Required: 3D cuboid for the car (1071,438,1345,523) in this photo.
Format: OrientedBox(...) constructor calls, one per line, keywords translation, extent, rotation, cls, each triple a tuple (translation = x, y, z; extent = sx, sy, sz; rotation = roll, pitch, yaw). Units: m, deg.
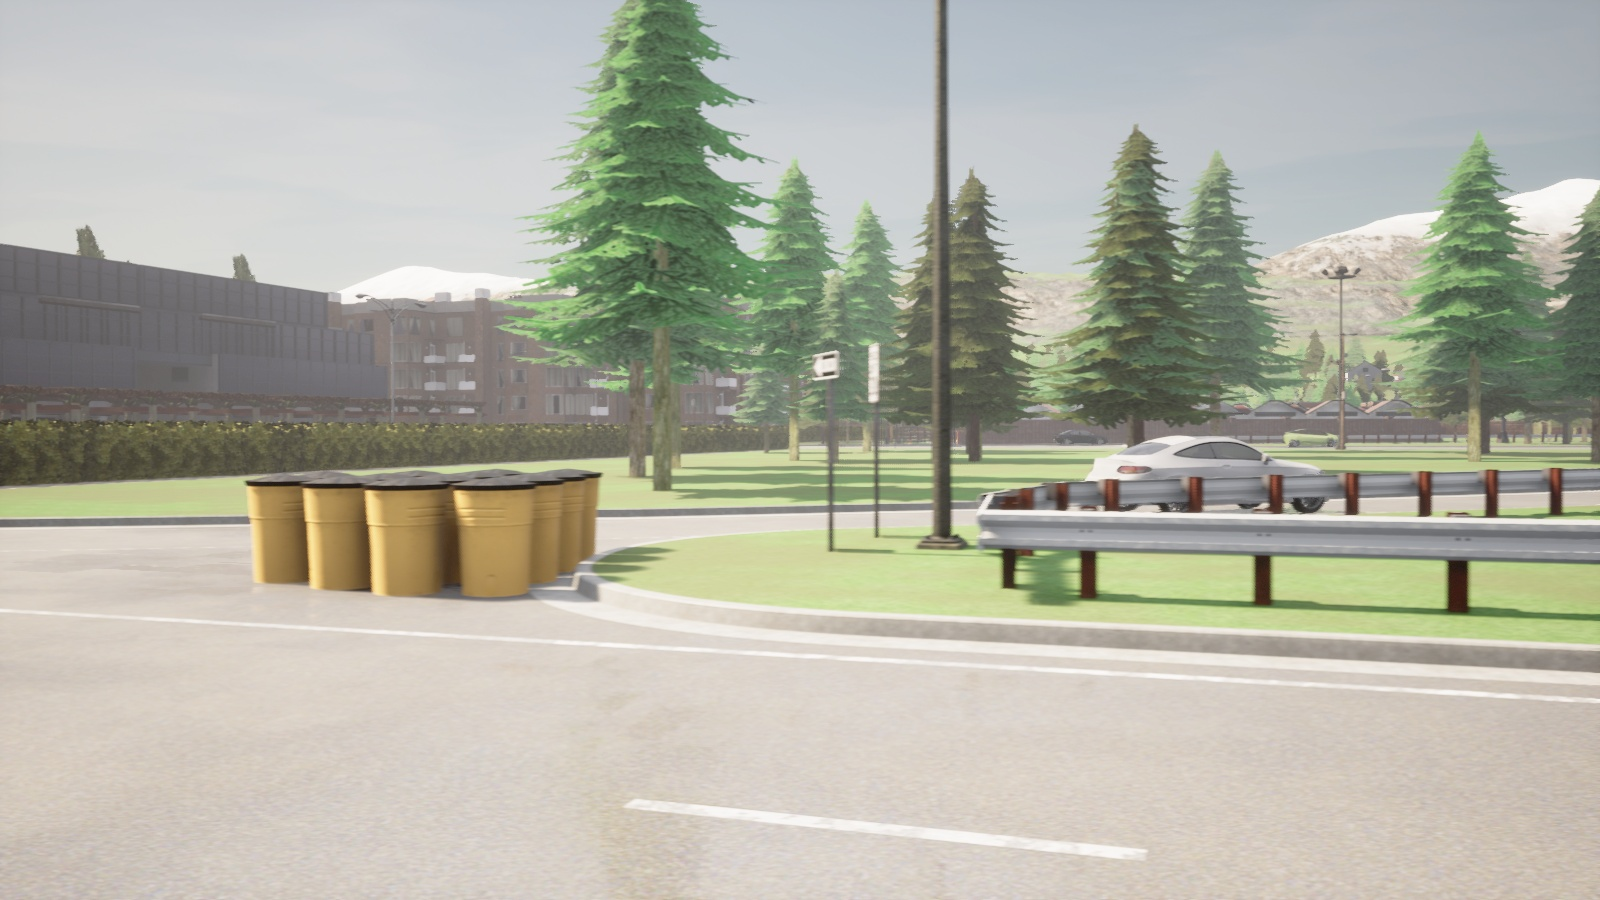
OrientedBox(translation=(7.531, 0.509, 23.207), extent=(4.674, 1.442, 1.812), rotation=(0, 1, -19), cls="car")
